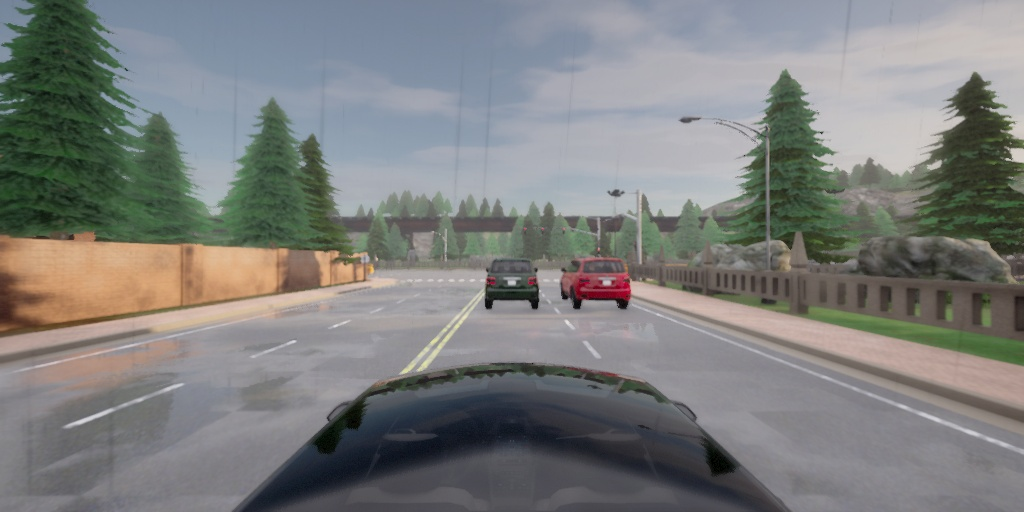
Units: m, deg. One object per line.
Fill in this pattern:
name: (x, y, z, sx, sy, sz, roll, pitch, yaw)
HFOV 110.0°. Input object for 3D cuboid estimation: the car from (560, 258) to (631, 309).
car: (3.496, 1.101, 15.882, 2.150, 2.045, 5.566, 0, 0, 0)

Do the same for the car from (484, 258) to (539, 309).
car: (-0.004, 1.101, 15.881, 2.150, 2.045, 5.566, 0, 0, 0)
